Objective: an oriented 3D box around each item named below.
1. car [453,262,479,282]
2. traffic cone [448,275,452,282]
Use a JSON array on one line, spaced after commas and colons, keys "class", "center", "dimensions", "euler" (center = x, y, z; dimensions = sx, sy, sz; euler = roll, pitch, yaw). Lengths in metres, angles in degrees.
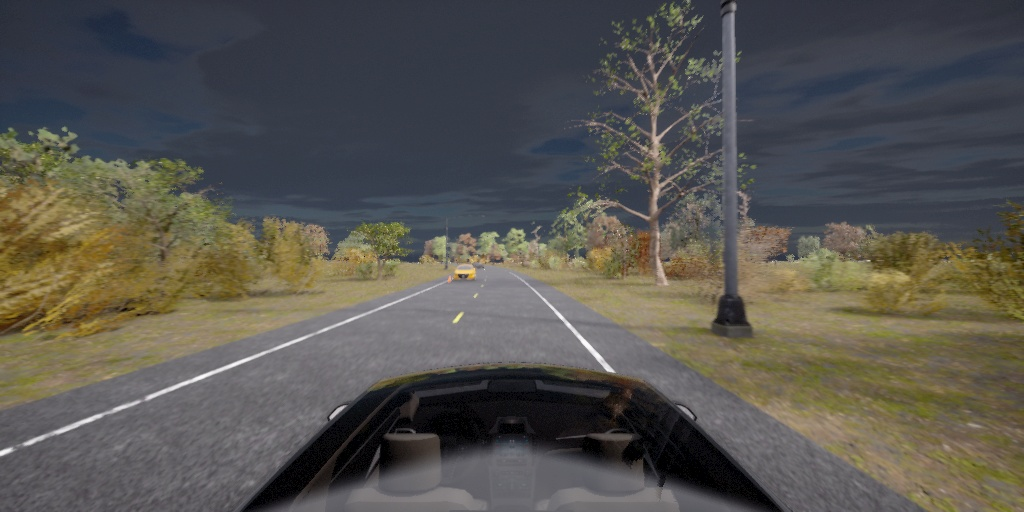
[{"class": "car", "center": [-4.382, 1.549, 33.871], "dimensions": [1.882, 1.535, 5.008], "euler": [0, -1, -3]}, {"class": "traffic cone", "center": [-5.590, 2.013, 32.132], "dimensions": [0.340, 0.580, 0.340], "euler": [0, 0, -3]}]
